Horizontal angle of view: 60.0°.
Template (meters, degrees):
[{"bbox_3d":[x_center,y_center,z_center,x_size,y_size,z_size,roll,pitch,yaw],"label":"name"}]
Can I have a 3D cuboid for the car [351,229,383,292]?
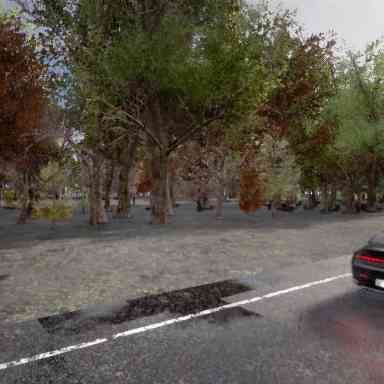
[{"bbox_3d":[5.652,1.508,7.802,4.892,1.490,1.837,0,0,-36],"label":"car"}]
